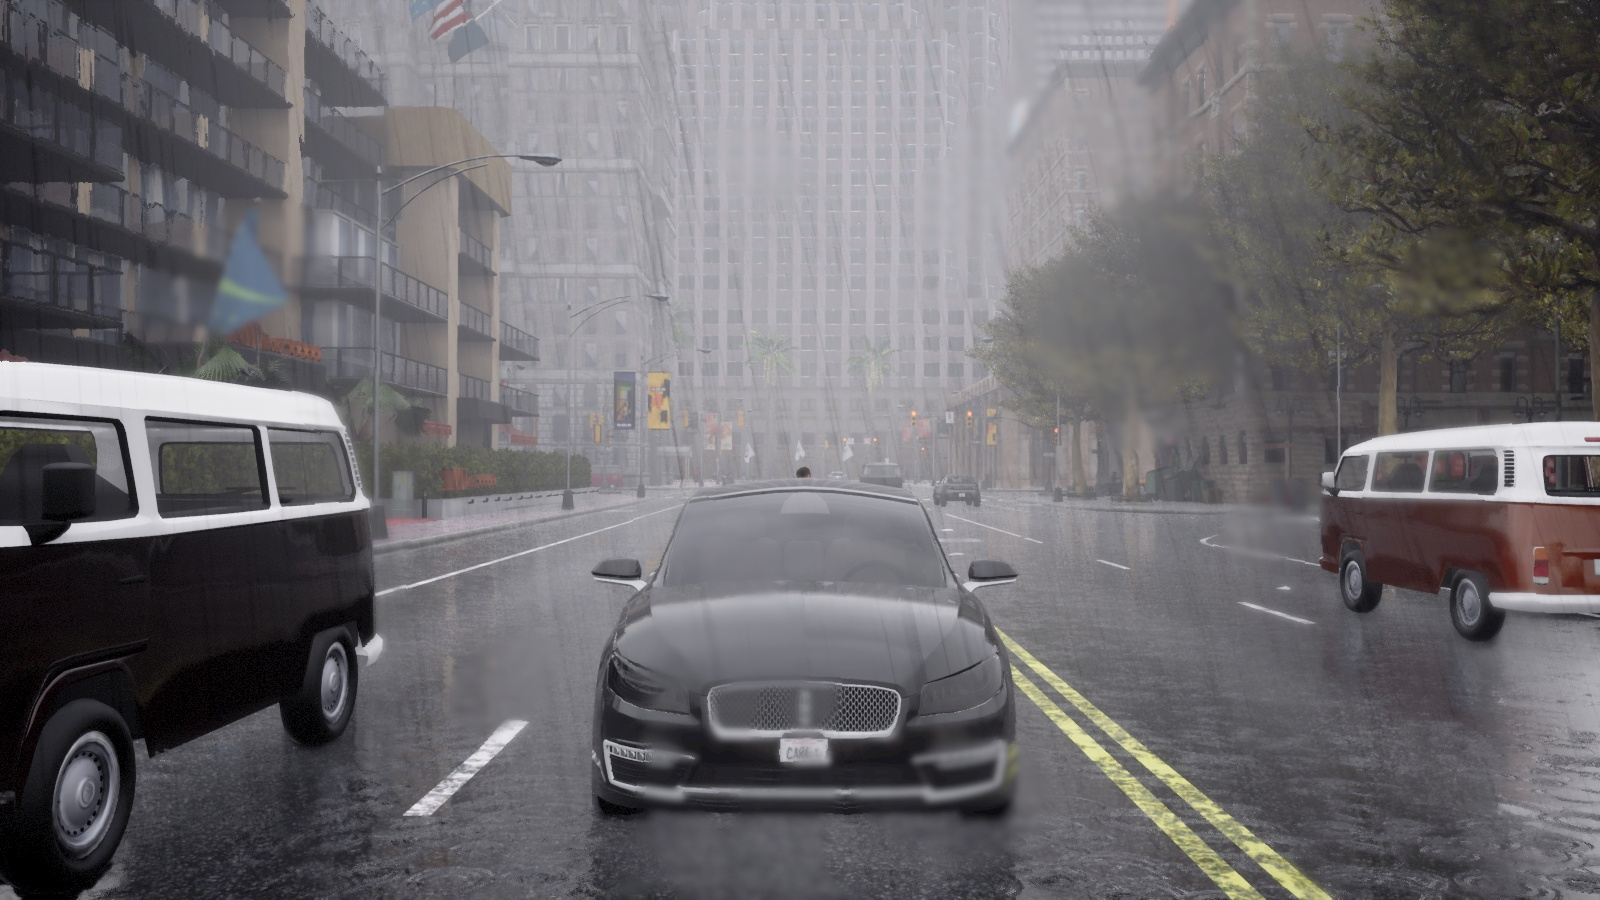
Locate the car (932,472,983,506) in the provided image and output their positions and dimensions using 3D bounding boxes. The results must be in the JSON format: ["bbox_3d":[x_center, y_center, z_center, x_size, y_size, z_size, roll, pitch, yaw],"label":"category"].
[{"bbox_3d":[7.152,1.760,57.314,1.816,1.474,4.193,0,-1,0],"label":"car"}]

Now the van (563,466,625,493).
[{"bbox_3d":[-15.293,2.191,93.471,4.442,1.987,1.775,0,-1,-7],"label":"van"}]

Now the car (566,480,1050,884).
[{"bbox_3d":[0.033,0.940,7.223,1.837,1.490,4.892,0,-1,0],"label":"car"}]

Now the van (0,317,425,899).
[{"bbox_3d":[-3.470,0.650,5.862,2.069,2.038,4.480,0,-1,0],"label":"van"}]

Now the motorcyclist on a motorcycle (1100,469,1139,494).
[{"bbox_3d":[20.761,2.048,81.541,2.350,1.649,0.766,0,-1,1],"label":"motorcyclist on a motorcycle"}]

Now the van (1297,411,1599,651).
[{"bbox_3d":[7.046,0.726,12.933,2.069,2.038,4.480,0,-1,0],"label":"van"}]

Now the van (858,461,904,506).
[{"bbox_3d":[3.651,1.511,57.183,1.775,1.987,4.442,0,-1,0],"label":"van"}]
